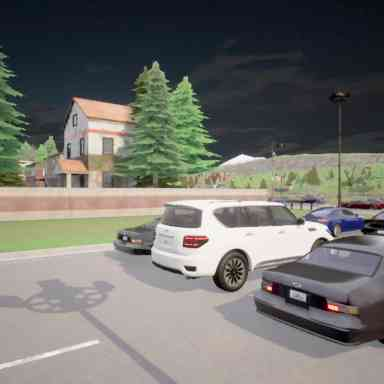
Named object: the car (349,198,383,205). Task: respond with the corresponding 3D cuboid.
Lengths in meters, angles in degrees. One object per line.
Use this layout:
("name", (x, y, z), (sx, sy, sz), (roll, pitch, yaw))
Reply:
("car", (21.006, 1.601, 40.733), (1.895, 1.301, 4.718), (0, 0, -39))

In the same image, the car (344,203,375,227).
("car", (7.671, 1.526, 17.804), (4.674, 1.442, 1.812), (0, 0, -35))

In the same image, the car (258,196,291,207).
("car", (12.785, 1.478, 51.801), (1.882, 1.535, 5.008), (0, 0, -36))

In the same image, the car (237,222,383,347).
("car", (3.566, 1.547, 6.289), (5.357, 1.411, 2.033), (0, 0, -36))

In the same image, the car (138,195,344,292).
("car", (1.587, 1.221, 9.178), (5.566, 2.045, 2.150), (0, 0, -36))

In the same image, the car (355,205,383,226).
("car", (9.678, 1.478, 14.937), (5.008, 1.535, 1.882), (0, 0, -35))

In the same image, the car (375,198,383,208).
("car", (28.943, 1.563, 47.737), (1.994, 1.385, 4.181), (0, 0, -39))

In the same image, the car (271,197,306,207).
("car", (15.536, 1.547, 53.969), (2.033, 1.411, 5.357), (0, 0, -36))

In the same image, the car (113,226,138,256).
("car", (-0.133, 1.547, 12.243), (5.357, 1.411, 2.033), (0, 0, -36))
